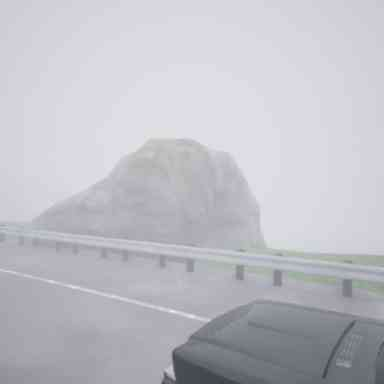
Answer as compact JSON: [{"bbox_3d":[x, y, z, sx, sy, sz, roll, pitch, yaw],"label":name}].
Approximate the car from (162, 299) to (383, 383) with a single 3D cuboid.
[{"bbox_3d":[2.069,1.593,2.436,4.718,1.301,1.895,0,0,36],"label":"car"}]
